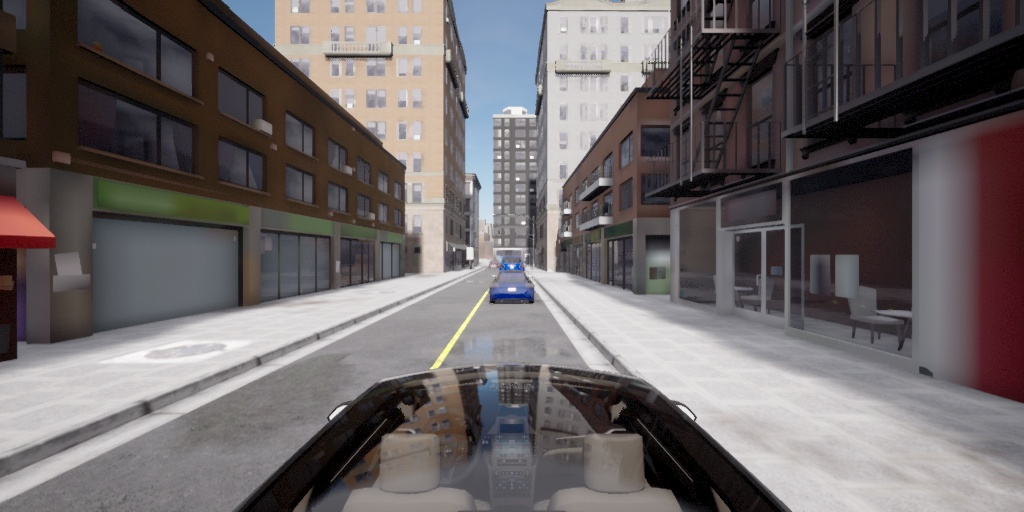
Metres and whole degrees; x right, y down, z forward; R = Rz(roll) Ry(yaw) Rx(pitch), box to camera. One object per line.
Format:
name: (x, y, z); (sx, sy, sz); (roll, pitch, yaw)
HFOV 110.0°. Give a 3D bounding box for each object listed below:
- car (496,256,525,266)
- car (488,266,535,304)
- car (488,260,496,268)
car: (0.000, 1.011, 31.531); (2.150, 2.045, 5.566); (0, 0, 0)
car: (0.000, 1.322, 16.500); (1.994, 1.385, 4.181); (0, 0, 0)
car: (-2.750, 1.324, 56.501); (1.812, 1.442, 4.674); (0, 0, 0)
